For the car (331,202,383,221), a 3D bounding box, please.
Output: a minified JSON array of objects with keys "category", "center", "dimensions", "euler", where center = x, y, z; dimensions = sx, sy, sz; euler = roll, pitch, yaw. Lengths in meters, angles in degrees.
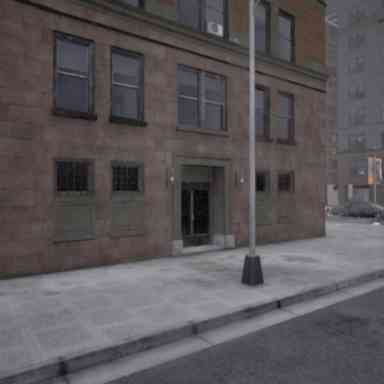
[{"category":"car","center":[14.228,1.546,27.208],"dimensions":[2.033,1.411,5.357],"euler":[0,0,-35]}]
